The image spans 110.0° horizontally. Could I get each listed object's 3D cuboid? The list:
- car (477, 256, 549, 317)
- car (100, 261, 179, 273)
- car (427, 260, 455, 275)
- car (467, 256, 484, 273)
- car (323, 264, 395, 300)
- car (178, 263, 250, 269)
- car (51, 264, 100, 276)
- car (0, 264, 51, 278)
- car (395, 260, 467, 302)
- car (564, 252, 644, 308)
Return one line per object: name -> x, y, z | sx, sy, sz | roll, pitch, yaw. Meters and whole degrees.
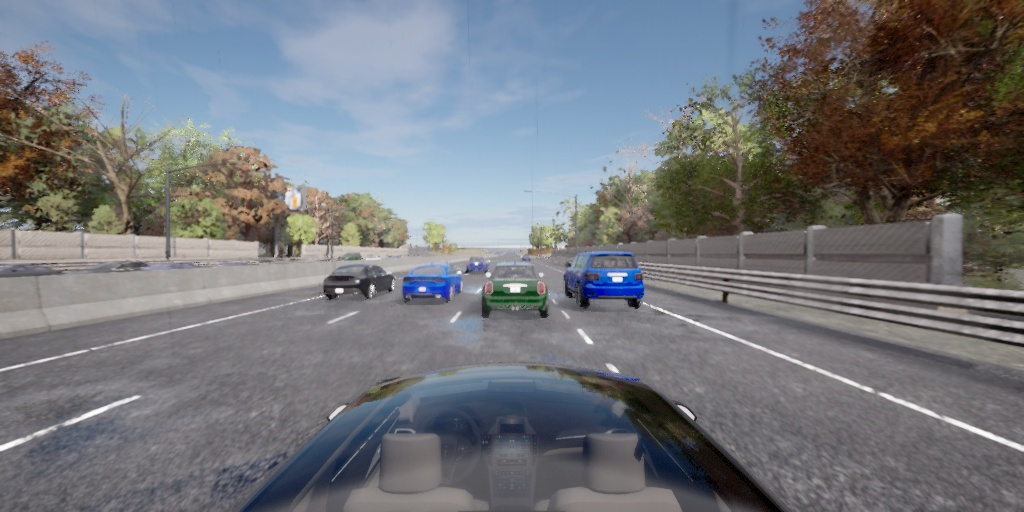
car -> 0.097, 0.999, 12.838 | 2.097, 1.767, 4.553 | 0, 1, 0
car -> -21.103, 1.111, 22.047 | 2.033, 1.411, 5.357 | 0, 1, 0
car -> -6.902, 1.043, 35.404 | 1.895, 1.301, 4.718 | 0, 1, 0
car -> -3.407, 0.785, 36.480 | 2.097, 1.767, 4.553 | 0, 1, 0
car -> -6.901, 1.116, 16.740 | 1.837, 1.490, 4.892 | 0, 1, 0
car -> -17.600, 1.125, 22.240 | 1.994, 1.385, 4.181 | 0, 1, 0
car -> -24.601, 1.065, 22.395 | 1.837, 1.490, 4.892 | 0, 0, 0
car -> -28.100, 1.145, 20.062 | 1.994, 1.385, 4.181 | 0, 1, 0
car -> -3.401, 1.095, 16.091 | 1.882, 1.535, 5.008 | 0, 1, 0
car -> 3.501, 0.844, 14.580 | 2.150, 2.045, 5.566 | 0, 1, 0
